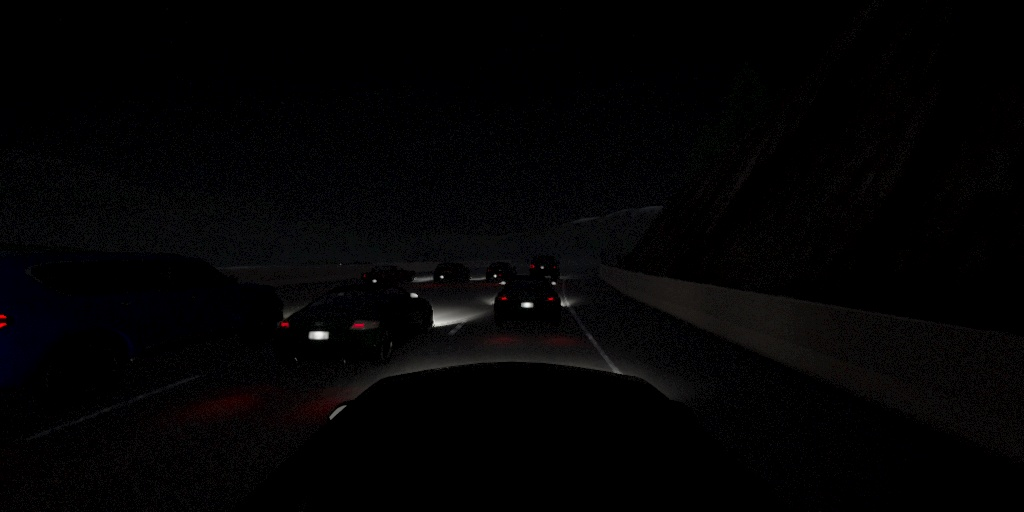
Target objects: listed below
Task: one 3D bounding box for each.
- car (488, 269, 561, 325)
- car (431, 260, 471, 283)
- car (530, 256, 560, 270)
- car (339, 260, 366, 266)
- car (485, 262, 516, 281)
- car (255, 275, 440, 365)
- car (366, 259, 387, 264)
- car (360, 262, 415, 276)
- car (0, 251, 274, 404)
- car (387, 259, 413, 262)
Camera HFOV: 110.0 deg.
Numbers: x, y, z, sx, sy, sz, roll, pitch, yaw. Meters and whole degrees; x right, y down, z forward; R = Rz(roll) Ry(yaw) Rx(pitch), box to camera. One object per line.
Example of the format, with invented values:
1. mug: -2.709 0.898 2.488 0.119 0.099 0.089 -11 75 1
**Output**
1. car: 0.536 1.318 11.851 1.994 1.385 4.181 0 0 3
2. car: -4.636 1.249 28.099 1.837 1.490 4.892 0 0 9
3. car: 2.799 0.985 30.227 2.150 2.045 5.566 0 0 10
4. car: -23.949 1.302 54.641 1.895 1.301 4.718 0 0 16
5. car: -0.866 1.259 29.459 1.837 1.490 4.892 0 0 10
6. car: -3.173 1.307 8.038 1.994 1.385 4.181 0 0 2
7. car: -19.957 1.237 55.802 1.812 1.442 4.674 0 0 17
8. car: -8.597 1.334 25.424 1.895 1.301 4.718 0 0 8
9. car: -6.766 0.955 6.461 2.150 2.045 5.566 0 0 2
10. car: -16.566 1.246 54.908 1.812 1.442 4.674 0 0 17
